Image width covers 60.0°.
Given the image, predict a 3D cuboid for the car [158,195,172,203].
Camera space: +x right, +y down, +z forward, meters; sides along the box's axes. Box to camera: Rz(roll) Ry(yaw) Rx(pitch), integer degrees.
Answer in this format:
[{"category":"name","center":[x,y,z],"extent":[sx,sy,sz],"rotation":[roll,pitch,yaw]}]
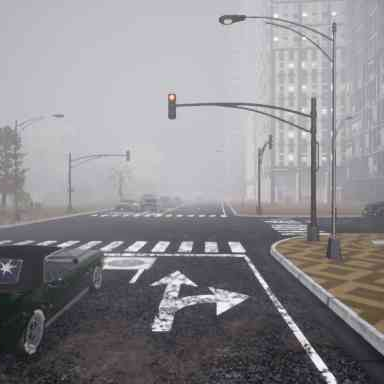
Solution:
[{"category":"car","center":[-5.425,1.476,67.406],"extent":[1.882,1.535,5.008],"rotation":[0,0,5]}]

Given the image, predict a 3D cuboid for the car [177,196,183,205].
[{"category":"car","center":[-2.807,1.522,60.060],"extent":[1.812,1.442,4.674],"rotation":[0,0,5]}]

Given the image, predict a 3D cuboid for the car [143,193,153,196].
[{"category":"car","center":[-6.720,1.214,52.108],"extent":[2.150,2.045,5.566],"rotation":[0,0,5]}]

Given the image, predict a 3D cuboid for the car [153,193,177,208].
[{"category":"car","center":[-3.817,1.344,47.693],"extent":[2.097,1.767,4.553],"rotation":[0,0,5]}]

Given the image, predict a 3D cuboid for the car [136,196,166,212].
[{"category":"car","center":[-4.591,1.497,38.051],"extent":[1.837,1.490,4.892],"rotation":[0,0,4]}]

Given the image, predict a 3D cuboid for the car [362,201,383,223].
[{"category":"car","center":[14.841,1.059,22.956],"extent":[5.566,2.045,2.150],"rotation":[0,0,5]}]

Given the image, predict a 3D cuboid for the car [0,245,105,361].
[{"category":"car","center":[-3.038,1.600,5.960],"extent":[1.895,1.301,4.718],"rotation":[0,0,1]}]

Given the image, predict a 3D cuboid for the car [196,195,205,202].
[{"category":"car","center":[2.049,1.532,79.145],"extent":[1.812,1.442,4.674],"rotation":[0,0,5]}]

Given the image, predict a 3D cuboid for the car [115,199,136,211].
[{"category":"car","center":[-7.690,1.538,40.079],"extent":[2.033,1.411,5.357],"rotation":[0,0,4]}]
